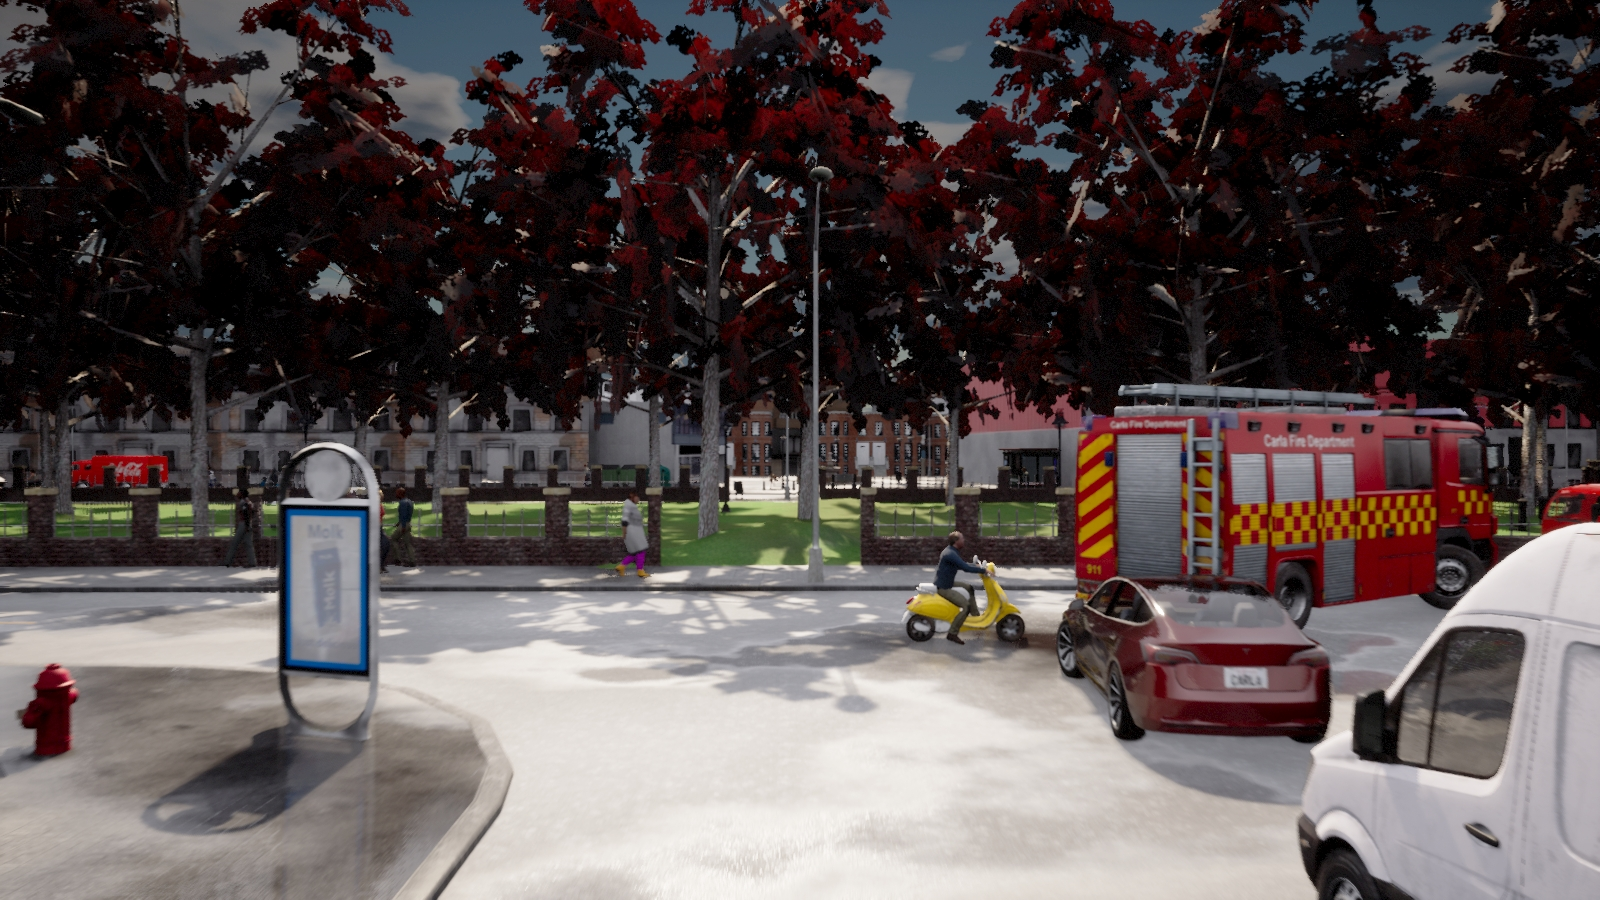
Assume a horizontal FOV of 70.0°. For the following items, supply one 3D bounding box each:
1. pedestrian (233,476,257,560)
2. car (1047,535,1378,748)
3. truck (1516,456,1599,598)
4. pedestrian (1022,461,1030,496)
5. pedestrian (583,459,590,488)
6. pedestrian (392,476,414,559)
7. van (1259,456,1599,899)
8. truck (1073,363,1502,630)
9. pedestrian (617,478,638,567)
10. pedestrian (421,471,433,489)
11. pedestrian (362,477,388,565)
[{"bbox_3d":[-12.531,1.525,25.791,0.375,1.860,0.375,0,0,-2],"label":"pedestrian"},{"bbox_3d":[4.117,1.843,12.384,2.163,1.488,4.792,0,0,4],"label":"car"},{"bbox_3d":[16.500,1.348,20.876,5.204,2.467,2.627,0,0,-1],"label":"truck"},{"bbox_3d":[12.123,1.526,61.300,0.375,1.860,0.375,0,0,-1],"label":"pedestrian"},{"bbox_3d":[-13.650,1.525,73.106,0.375,1.860,0.375,0,0,-4],"label":"pedestrian"},{"bbox_3d":[-8.994,1.525,25.868,0.375,1.860,0.375,0,0,0],"label":"pedestrian"},{"bbox_3d":[3.836,1.314,4.019,1.988,2.561,5.915,0,0,-1],"label":"van"},{"bbox_3d":[8.770,0.671,19.989,8.468,3.827,2.891,0,0,-35],"label":"truck"},{"bbox_3d":[-3.636,1.523,24.111,0.375,1.860,0.375,0,0,0],"label":"pedestrian"},{"bbox_3d":[-23.790,1.905,72.882,0.500,1.100,0.500,0,0,11],"label":"pedestrian"},{"bbox_3d":[-9.180,1.524,24.669,0.375,1.860,0.375,0,0,12],"label":"pedestrian"}]
